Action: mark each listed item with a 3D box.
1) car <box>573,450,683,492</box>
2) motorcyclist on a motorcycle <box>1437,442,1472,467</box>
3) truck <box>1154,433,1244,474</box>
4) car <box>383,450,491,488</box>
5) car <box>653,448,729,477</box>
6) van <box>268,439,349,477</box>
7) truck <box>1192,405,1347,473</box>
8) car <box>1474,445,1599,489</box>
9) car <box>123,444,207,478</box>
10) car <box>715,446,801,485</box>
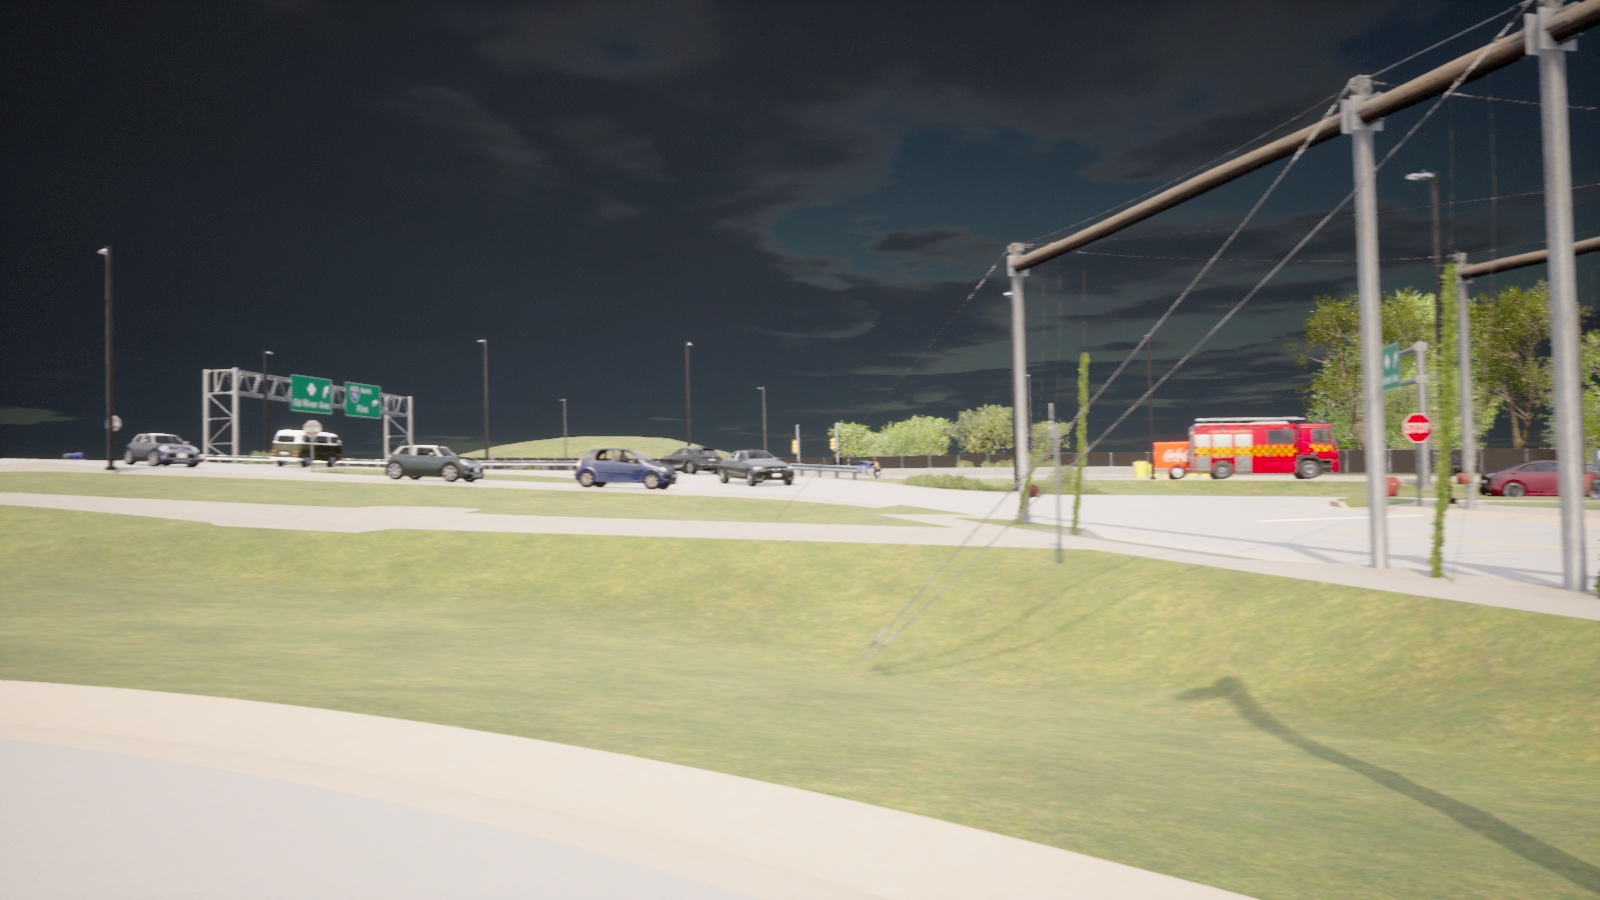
[{"bbox_3d":[-6.874,0.827,50.445,3.988,1.617,1.851,0,-1,11],"label":"car"},{"bbox_3d":[42.421,0.298,81.399,1.817,1.590,0.866,-2,-2,12],"label":"motorcyclist on a motorcycle"},{"bbox_3d":[25.753,0.229,81.286,5.204,2.467,2.627,-2,-2,12],"label":"truck"},{"bbox_3d":[-15.065,0.792,52.194,3.806,1.475,1.970,1,-1,13],"label":"car"},{"bbox_3d":[-6.433,0.737,73.986,2.033,1.649,4.856,0,0,-40],"label":"car"},{"bbox_3d":[-27.378,0.449,70.120,2.069,2.038,4.480,1,0,12],"label":"van"},{"bbox_3d":[28.707,-0.623,77.115,8.468,3.827,2.891,-2,-2,12],"label":"truck"},{"bbox_3d":[25.268,0.574,42.194,4.181,1.385,1.994,-1,-1,11],"label":"car"},{"bbox_3d":[-28.751,0.495,56.838,3.806,1.475,1.970,1,-1,39],"label":"car"},{"bbox_3d":[-2.033,0.694,59.084,2.152,1.651,5.027,-2,1,-26],"label":"car"}]
